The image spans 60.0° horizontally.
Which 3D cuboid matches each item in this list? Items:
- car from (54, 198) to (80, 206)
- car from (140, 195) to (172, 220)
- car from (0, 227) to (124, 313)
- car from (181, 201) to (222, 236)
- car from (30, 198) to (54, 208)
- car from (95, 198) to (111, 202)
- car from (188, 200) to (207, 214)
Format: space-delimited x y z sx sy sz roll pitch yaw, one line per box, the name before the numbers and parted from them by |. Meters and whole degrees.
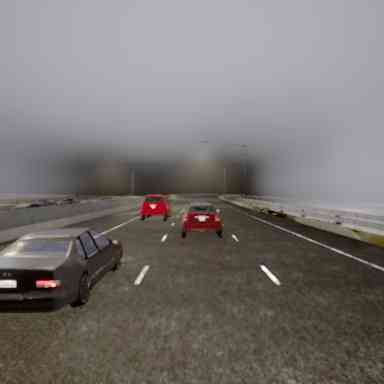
car | -16.992 1.544 46.276 1.812 1.442 4.674 0 0 1
car | -2.971 1.254 28.176 2.150 2.045 5.566 0 0 0
car | -3.011 1.552 7.935 2.033 1.411 5.357 0 0 0
car | 0.493 1.381 18.578 2.097 1.767 4.553 0 0 0
car | -20.493 1.558 46.337 2.033 1.411 5.357 0 0 1
car | -13.427 1.632 50.867 1.895 1.301 4.718 0 0 1
car | 0.589 1.651 36.833 1.895 1.301 4.718 0 0 0
